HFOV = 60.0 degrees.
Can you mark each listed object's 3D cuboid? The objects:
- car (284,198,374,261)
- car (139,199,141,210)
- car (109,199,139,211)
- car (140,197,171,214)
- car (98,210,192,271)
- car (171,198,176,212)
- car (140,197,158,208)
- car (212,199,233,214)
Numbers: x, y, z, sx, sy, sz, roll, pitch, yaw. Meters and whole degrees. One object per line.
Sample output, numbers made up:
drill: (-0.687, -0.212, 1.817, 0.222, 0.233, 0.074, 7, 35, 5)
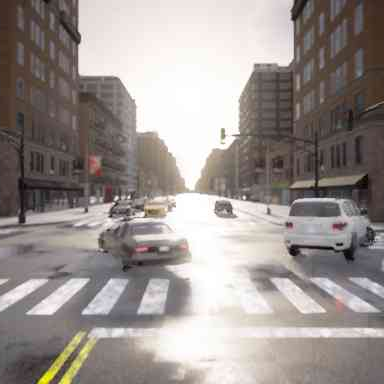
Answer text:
car: (5.340, 1.251, 12.815, 2.150, 2.045, 5.566, -2, -1, 35)
car: (-6.645, 1.566, 41.526, 1.882, 1.535, 5.008, 0, 0, 0)
car: (-6.649, 1.574, 32.041, 1.837, 1.490, 4.892, 0, 0, 0)
car: (-3.400, 1.547, 31.810, 1.882, 1.535, 5.008, 0, 0, 0)
car: (-1.818, 1.570, 11.198, 2.033, 1.411, 5.357, 0, 0, -25)
car: (-3.401, 1.650, 40.763, 1.994, 1.385, 4.181, 0, 0, 0)
car: (-6.587, 1.598, 51.639, 2.128, 1.511, 4.902, 0, 0, 0)
car: (3.291, 1.582, 36.075, 1.837, 1.490, 4.892, 0, 0, 0)
